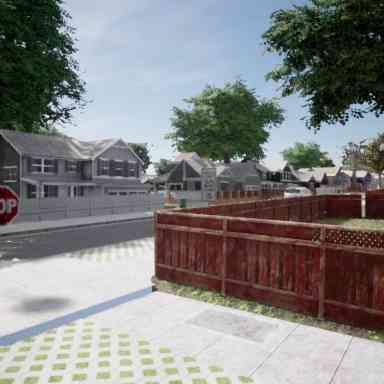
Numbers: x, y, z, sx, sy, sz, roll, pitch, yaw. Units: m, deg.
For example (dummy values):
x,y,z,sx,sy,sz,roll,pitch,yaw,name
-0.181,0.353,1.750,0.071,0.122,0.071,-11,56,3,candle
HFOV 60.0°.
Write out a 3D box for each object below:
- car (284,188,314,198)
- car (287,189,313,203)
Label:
x,y,z,sx,sy,sz,roll,pitch,yaw,name
11.940,0.542,36.900,2.150,2.045,5.566,0,1,35,car
15.044,0.494,46.141,2.097,1.767,4.553,0,1,35,car
